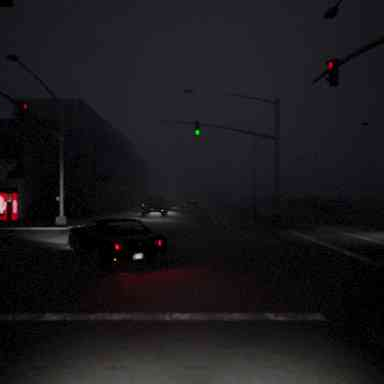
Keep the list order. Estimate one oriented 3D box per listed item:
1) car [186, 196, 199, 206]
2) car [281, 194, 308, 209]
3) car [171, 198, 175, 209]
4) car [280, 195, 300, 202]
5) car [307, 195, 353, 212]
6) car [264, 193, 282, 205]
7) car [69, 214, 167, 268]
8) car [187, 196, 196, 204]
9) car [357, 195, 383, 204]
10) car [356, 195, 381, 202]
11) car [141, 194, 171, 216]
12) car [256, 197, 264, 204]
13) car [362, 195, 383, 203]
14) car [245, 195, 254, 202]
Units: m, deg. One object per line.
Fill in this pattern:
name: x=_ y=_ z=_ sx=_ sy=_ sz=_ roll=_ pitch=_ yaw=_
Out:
car: x=0.075 y=1.568 z=55.868 sx=2.128 sy=1.511 sz=4.902 roll=0 pitch=0 yaw=0
car: x=14.147 y=1.225 z=40.984 sx=5.027 sy=1.636 sz=2.152 roll=0 pitch=0 yaw=0
car: x=-3.602 y=1.659 z=43.178 sx=1.895 sy=1.301 sz=4.718 roll=0 pitch=0 yaw=0
car: x=21.275 y=1.498 z=72.292 sx=3.806 sy=1.475 sz=1.970 roll=0 pitch=0 yaw=0
car: x=14.474 y=1.295 z=34.567 sx=3.806 sy=1.475 sz=1.970 roll=0 pitch=0 yaw=0
car: x=14.139 y=1.165 z=53.779 sx=3.866 sy=1.878 sz=1.905 roll=0 pitch=0 yaw=0
car: x=-2.739 y=1.540 z=11.266 sx=1.895 sy=1.301 sz=4.718 roll=0 pitch=0 yaw=-33
car: x=-0.031 y=1.594 z=68.929 sx=1.837 sy=1.490 sz=4.892 roll=0 pitch=0 yaw=0
car: x=32.273 y=1.417 z=60.305 sx=3.633 sy=1.501 sz=1.845 roll=0 pitch=0 yaw=0
car: x=39.886 y=1.457 z=75.292 sx=4.514 sy=1.523 sz=2.007 roll=0 pitch=0 yaw=0
car: x=-3.610 y=1.266 z=32.944 sx=2.150 sy=2.045 sz=5.566 roll=0 pitch=0 yaw=0
car: x=13.725 y=1.190 z=56.684 sx=4.605 sy=1.855 sz=1.932 roll=0 pitch=0 yaw=0
car: x=39.941 y=1.444 z=72.155 sx=5.027 sy=1.636 sz=2.152 roll=0 pitch=0 yaw=0
car: x=13.852 y=1.491 z=75.268 sx=3.633 sy=1.501 sz=1.845 roll=0 pitch=0 yaw=0
